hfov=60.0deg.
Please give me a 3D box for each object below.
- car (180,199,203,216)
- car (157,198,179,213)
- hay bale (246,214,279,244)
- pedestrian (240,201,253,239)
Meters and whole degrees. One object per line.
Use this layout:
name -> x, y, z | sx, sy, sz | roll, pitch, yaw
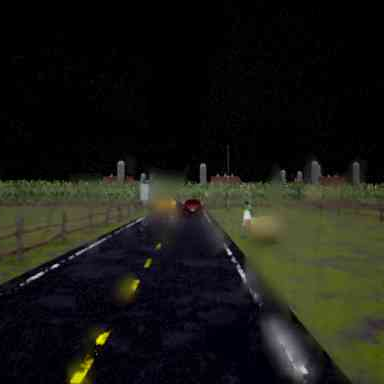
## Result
car -> 0.071, 1.429, 32.439 | 1.882, 1.535, 5.008 | 0, 0, 0
car -> -2.752, 1.426, 36.645 | 1.882, 1.535, 5.008 | 0, 0, 0
hay bale -> 3.116, 1.636, 14.834 | 1.220, 1.180, 1.240 | -1, -1, 0
pedestrian -> 2.672, 1.281, 15.934 | 0.375, 1.860, 0.375 | 1, -1, -3
